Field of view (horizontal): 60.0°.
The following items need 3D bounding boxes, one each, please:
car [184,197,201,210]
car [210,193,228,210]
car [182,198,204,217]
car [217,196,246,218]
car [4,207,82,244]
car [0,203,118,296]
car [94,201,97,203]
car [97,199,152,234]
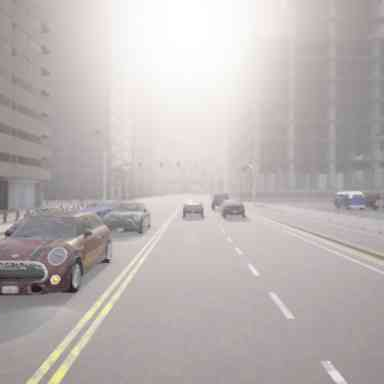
[{"bbox_3d":[0.069,1.443,41.966,2.033,1.411,5.357,0,0,1],"label":"car"},{"bbox_3d":[3.571,1.115,42.225,2.150,2.045,5.566,0,0,1],"label":"car"},{"bbox_3d":[0.112,1.416,30.452,2.128,1.511,4.902,0,0,0],"label":"car"},{"bbox_3d":[3.530,1.404,29.517,1.882,1.535,5.008,0,0,0],"label":"car"},{"bbox_3d":[-7.088,1.523,16.391,1.994,1.385,4.181,0,0,0],"label":"car"},{"bbox_3d":[-3.594,1.329,8.809,2.097,1.767,4.553,0,0,0],"label":"car"},{"bbox_3d":[-7.038,1.412,26.514,1.882,1.535,5.008,0,0,1],"label":"car"},{"bbox_3d":[-3.576,1.305,18.900,2.097,1.767,4.553,0,0,0],"label":"car"}]
